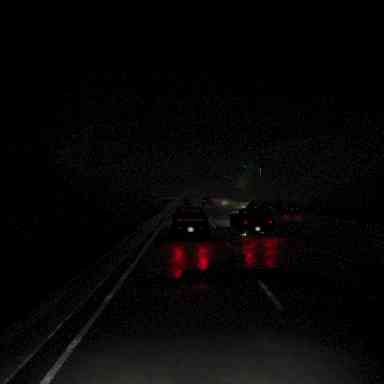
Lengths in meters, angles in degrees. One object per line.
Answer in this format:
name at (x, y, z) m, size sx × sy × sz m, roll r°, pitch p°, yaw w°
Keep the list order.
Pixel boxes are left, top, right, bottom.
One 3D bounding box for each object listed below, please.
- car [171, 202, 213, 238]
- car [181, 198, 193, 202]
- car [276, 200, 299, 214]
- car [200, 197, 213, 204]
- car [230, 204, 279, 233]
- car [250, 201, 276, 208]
car at (-0.113, 1.529, 17.919) m, size 2.128 × 1.511 × 4.902 m, roll 0°, pitch 0°, yaw -1°
car at (-0.825, 1.660, 54.283) m, size 2.033 × 1.411 × 5.357 m, roll 0°, pitch 0°, yaw -1°
car at (10.029, 1.569, 35.727) m, size 1.812 × 1.442 × 4.674 m, roll 0°, pitch 0°, yaw -1°
car at (2.583, 1.616, 58.734) m, size 1.837 × 1.490 × 4.892 m, roll 0°, pitch 0°, yaw -1°
car at (3.397, 1.631, 19.650) m, size 1.895 × 1.301 × 4.718 m, roll 0°, pitch 0°, yaw -1°
car at (6.583, 1.574, 33.070) m, size 1.812 × 1.442 × 4.674 m, roll 0°, pitch 0°, yaw -1°
